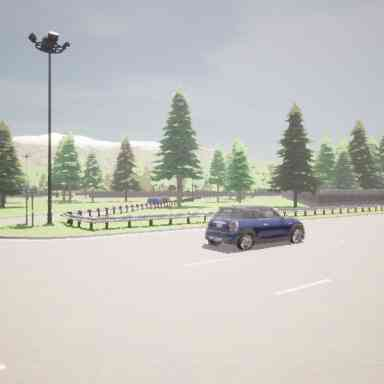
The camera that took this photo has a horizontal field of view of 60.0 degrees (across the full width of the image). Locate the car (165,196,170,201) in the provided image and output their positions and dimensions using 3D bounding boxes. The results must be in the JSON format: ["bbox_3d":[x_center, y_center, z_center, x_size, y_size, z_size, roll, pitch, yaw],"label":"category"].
[{"bbox_3d":[-5.672,1.526,69.464,1.812,1.442,4.674,0,0,5],"label":"car"}]

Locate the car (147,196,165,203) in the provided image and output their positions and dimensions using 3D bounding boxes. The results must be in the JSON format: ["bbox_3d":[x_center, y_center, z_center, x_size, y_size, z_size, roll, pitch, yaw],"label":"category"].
[{"bbox_3d":[-6.648,1.478,59.425,1.882,1.535,5.008,0,0,5],"label":"car"}]

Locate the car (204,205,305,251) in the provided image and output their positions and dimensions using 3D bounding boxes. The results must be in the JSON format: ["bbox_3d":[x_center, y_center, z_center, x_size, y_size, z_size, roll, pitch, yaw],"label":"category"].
[{"bbox_3d":[2.794,1.352,14.325,4.553,1.767,2.097,0,0,-35],"label":"car"}]
